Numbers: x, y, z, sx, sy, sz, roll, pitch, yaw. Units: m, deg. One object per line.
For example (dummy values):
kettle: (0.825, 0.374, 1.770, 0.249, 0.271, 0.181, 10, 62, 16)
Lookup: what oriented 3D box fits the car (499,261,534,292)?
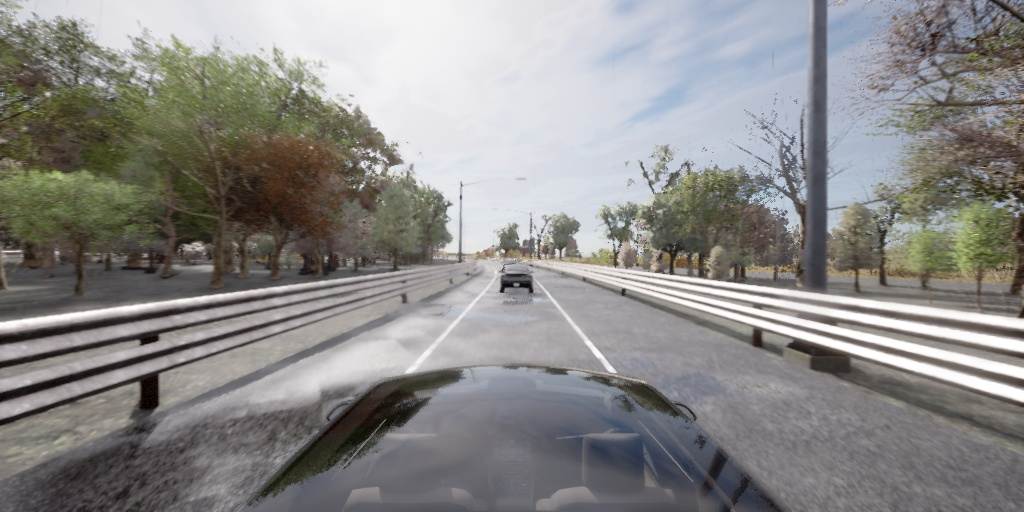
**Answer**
car: (0.268, 1.270, 21.506, 1.837, 1.490, 4.892, 0, 0, 1)
